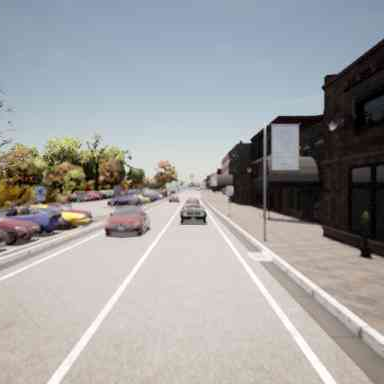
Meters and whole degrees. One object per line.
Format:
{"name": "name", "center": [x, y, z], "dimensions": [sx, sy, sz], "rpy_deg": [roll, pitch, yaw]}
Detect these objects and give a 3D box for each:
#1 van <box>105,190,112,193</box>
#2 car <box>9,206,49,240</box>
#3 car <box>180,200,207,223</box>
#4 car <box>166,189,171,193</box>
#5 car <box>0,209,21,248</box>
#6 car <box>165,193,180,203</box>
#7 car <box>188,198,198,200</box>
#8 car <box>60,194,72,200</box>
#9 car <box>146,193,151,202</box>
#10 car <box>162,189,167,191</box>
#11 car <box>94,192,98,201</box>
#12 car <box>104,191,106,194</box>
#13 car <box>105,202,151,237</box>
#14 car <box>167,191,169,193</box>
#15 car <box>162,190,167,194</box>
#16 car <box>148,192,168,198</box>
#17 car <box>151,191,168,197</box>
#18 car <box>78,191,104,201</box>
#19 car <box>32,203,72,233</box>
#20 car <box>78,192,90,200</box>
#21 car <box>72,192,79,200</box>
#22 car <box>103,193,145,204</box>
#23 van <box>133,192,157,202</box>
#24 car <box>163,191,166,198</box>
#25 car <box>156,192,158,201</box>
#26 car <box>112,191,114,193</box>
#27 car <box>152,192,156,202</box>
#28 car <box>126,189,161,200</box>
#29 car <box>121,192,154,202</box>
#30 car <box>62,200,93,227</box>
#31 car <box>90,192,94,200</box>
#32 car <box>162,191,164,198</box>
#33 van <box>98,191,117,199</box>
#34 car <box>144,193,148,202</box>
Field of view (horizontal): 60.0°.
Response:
{"name": "van", "center": [-21.653, 0.833, 77.604], "dimensions": [4.442, 1.987, 1.878], "rpy_deg": [0, 1, 0]}
{"name": "car", "center": [-9.321, 1.537, 14.939], "dimensions": [4.674, 1.452, 2.002], "rpy_deg": [0, 0, 0]}
{"name": "car", "center": [0.104, 1.541, 25.143], "dimensions": [1.895, 1.301, 4.718], "rpy_deg": [0, 0, 0]}
{"name": "car", "center": [-9.156, 0.568, 88.880], "dimensions": [5.566, 2.045, 2.435], "rpy_deg": [0, 1, 0]}
{"name": "car", "center": [-9.299, 1.532, 12.156], "dimensions": [4.792, 1.488, 2.163], "rpy_deg": [0, 0, 0]}
{"name": "car", "center": [-3.253, 1.310, 60.856], "dimensions": [1.994, 1.385, 4.181], "rpy_deg": [0, 1, 1]}
{"name": "car", "center": [0.105, 1.444, 42.152], "dimensions": [1.994, 1.385, 4.181], "rpy_deg": [0, 0, 0]}
{"name": "car", "center": [-21.907, 1.098, 52.177], "dimensions": [4.553, 1.767, 2.185], "rpy_deg": [0, 0, 0]}
{"name": "car", "center": [-9.361, 1.266, 52.134], "dimensions": [4.674, 1.452, 2.002], "rpy_deg": [0, 0, 0]}
{"name": "car", "center": [-9.195, 0.814, 83.233], "dimensions": [4.553, 1.767, 2.185], "rpy_deg": [0, 1, 0]}
{"name": "car", "center": [-21.818, 1.202, 66.171], "dimensions": [4.792, 1.488, 2.163], "rpy_deg": [0, 0, 0]}
{"name": "car", "center": [-21.805, 1.149, 71.829], "dimensions": [5.008, 1.535, 2.097], "rpy_deg": [0, 0, 0]}
{"name": "car", "center": [-3.347, 1.484, 18.020], "dimensions": [1.812, 1.442, 4.674], "rpy_deg": [0, 0, 0]}
{"name": "car", "center": [-9.148, 0.919, 86.061], "dimensions": [4.674, 1.452, 2.002], "rpy_deg": [0, 1, 0]}
{"name": "car", "center": [-9.176, 0.999, 80.410], "dimensions": [5.008, 1.535, 2.097], "rpy_deg": [0, 1, 0]}
{"name": "car", "center": [-9.295, 0.756, 91.711], "dimensions": [5.366, 1.575, 1.946], "rpy_deg": [0, 1, 0]}
{"name": "car", "center": [-9.123, 0.573, 94.533], "dimensions": [4.553, 1.767, 2.185], "rpy_deg": [0, 1, 0]}
{"name": "car", "center": [-21.801, 0.911, 68.993], "dimensions": [5.566, 2.045, 2.435], "rpy_deg": [0, 0, 0]}
{"name": "car", "center": [-9.337, 1.522, 17.722], "dimensions": [4.792, 1.488, 2.163], "rpy_deg": [0, 0, 0]}
{"name": "car", "center": [-21.890, 1.194, 60.649], "dimensions": [4.892, 1.521, 2.231], "rpy_deg": [0, 0, 0]}
{"name": "car", "center": [-21.916, 1.214, 54.877], "dimensions": [5.008, 1.535, 2.097], "rpy_deg": [0, 0, 0]}
{"name": "car", "center": [-9.424, 1.276, 46.482], "dimensions": [4.792, 1.488, 2.163], "rpy_deg": [0, 0, 0]}
{"name": "van", "center": [-9.387, 0.948, 66.262], "dimensions": [4.442, 1.987, 1.878], "rpy_deg": [0, 0, 0]}
{"name": "car", "center": [-9.196, 1.100, 77.586], "dimensions": [4.674, 1.452, 2.002], "rpy_deg": [0, 1, 0]}
{"name": "car", "center": [-9.311, 1.195, 60.610], "dimensions": [5.008, 1.535, 2.097], "rpy_deg": [0, 0, 0]}
{"name": "car", "center": [-21.784, 1.028, 80.436], "dimensions": [4.792, 1.488, 2.163], "rpy_deg": [0, 1, 0]}
{"name": "car", "center": [-9.318, 1.205, 57.785], "dimensions": [5.008, 1.535, 2.097], "rpy_deg": [0, 0, 0]}
{"name": "car", "center": [-9.260, 0.933, 63.435], "dimensions": [5.566, 2.045, 2.435], "rpy_deg": [0, 0, 0]}
{"name": "car", "center": [-9.526, 1.212, 54.960], "dimensions": [5.366, 1.575, 1.946], "rpy_deg": [0, 0, 0]}
{"name": "car", "center": [-9.112, 1.484, 20.505], "dimensions": [5.366, 1.575, 1.946], "rpy_deg": [0, 0, 0]}
{"name": "car", "center": [-21.836, 1.213, 63.347], "dimensions": [4.792, 1.488, 2.163], "rpy_deg": [0, 0, 0]}
{"name": "car", "center": [-9.219, 1.155, 74.752], "dimensions": [4.674, 1.452, 2.002], "rpy_deg": [0, 1, 0]}
{"name": "van", "center": [-21.833, 0.653, 86.074], "dimensions": [4.442, 1.987, 1.878], "rpy_deg": [0, 1, 0]}
{"name": "car", "center": [-9.379, 1.276, 49.308], "dimensions": [4.674, 1.452, 2.002], "rpy_deg": [0, 0, 0]}
